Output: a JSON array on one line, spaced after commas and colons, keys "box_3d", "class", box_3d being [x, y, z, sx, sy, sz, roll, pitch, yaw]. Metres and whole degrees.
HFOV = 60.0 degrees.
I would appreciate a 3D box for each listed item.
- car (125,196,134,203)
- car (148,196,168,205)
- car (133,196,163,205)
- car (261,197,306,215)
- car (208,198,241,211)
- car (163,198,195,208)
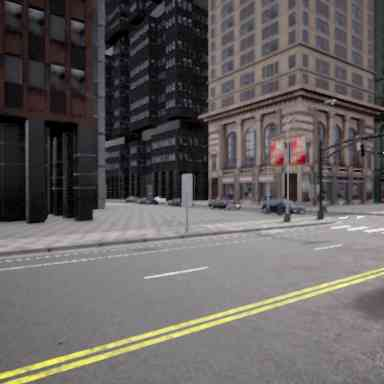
[{"box_3d": [-12.337, 1.582, 69.878, 2.128, 1.511, 4.902, 0, 0, -35], "class": "car"}, {"box_3d": [-6.341, 1.567, 61.567, 1.812, 1.442, 4.674, 0, 0, -35], "class": "car"}, {"box_3d": [-7.765, 1.596, 58.106, 2.033, 1.411, 5.357, 0, 0, -35], "class": "car"}, {"box_3d": [9.305, 1.365, 33.861, 2.097, 1.767, 4.553, 0, 0, -35], "class": "car"}, {"box_3d": [4.031, 1.514, 41.328, 2.128, 1.511, 4.902, 0, 0, -35], "class": "car"}, {"box_3d": [-1.657, 1.582, 49.396, 2.033, 1.411, 5.357, 0, 0, -35], "class": "car"}]
